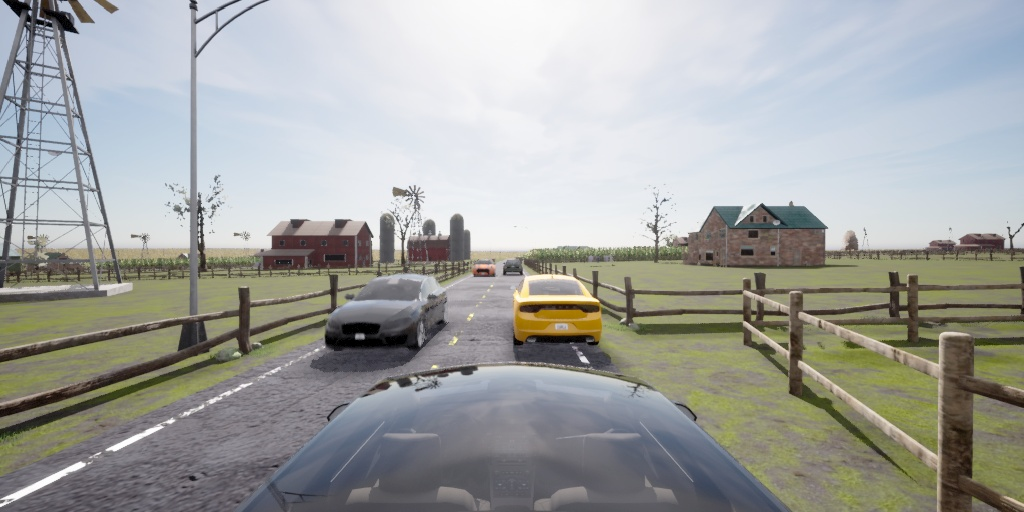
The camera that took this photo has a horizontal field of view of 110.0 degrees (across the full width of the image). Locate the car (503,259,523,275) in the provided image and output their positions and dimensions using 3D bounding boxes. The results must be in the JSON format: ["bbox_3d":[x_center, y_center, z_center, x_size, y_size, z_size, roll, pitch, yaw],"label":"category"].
[{"bbox_3d":[0.114,1.110,39.350,2.097,1.767,4.553,0,0,0],"label":"car"}]

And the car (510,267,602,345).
[{"bbox_3d":[0.971,1.226,9.486,1.882,1.535,5.008,0,0,0],"label":"car"}]

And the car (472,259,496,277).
[{"bbox_3d":[-2.718,1.107,35.812,2.097,1.767,4.553,0,0,0],"label":"car"}]

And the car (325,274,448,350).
[{"bbox_3d":[-2.843,1.253,9.127,1.837,1.490,4.892,0,0,0],"label":"car"}]
